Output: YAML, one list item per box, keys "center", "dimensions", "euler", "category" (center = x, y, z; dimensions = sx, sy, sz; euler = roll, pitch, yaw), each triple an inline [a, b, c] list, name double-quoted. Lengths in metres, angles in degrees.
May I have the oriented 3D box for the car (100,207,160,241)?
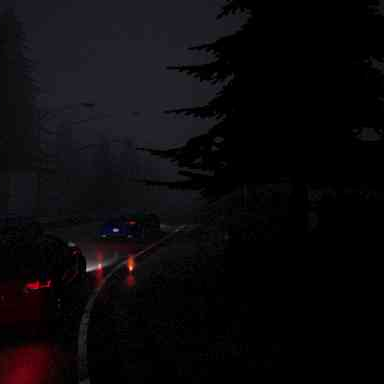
- center: [-2.947, 1.496, 16.796]
  dimensions: [1.882, 1.535, 5.008]
  euler: [0, 0, 8]
  category: "car"

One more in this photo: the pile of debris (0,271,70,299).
- center: [-3.967, 2.185, 7.951]
  dimensions: [1.500, 0.140, 1.860]
  euler: [0, 0, -4]
  category: "pile of debris"

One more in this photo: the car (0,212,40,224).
- center: [-7.255, 1.511, 11.761]
  dimensions: [2.128, 1.511, 4.902]
  euler: [0, 0, 7]
  category: "car"

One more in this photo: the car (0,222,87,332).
- center: [-3.473, 1.568, 6.904]
  dimensions: [1.994, 1.385, 4.181]
  euler: [0, 0, -11]
  category: "car"
